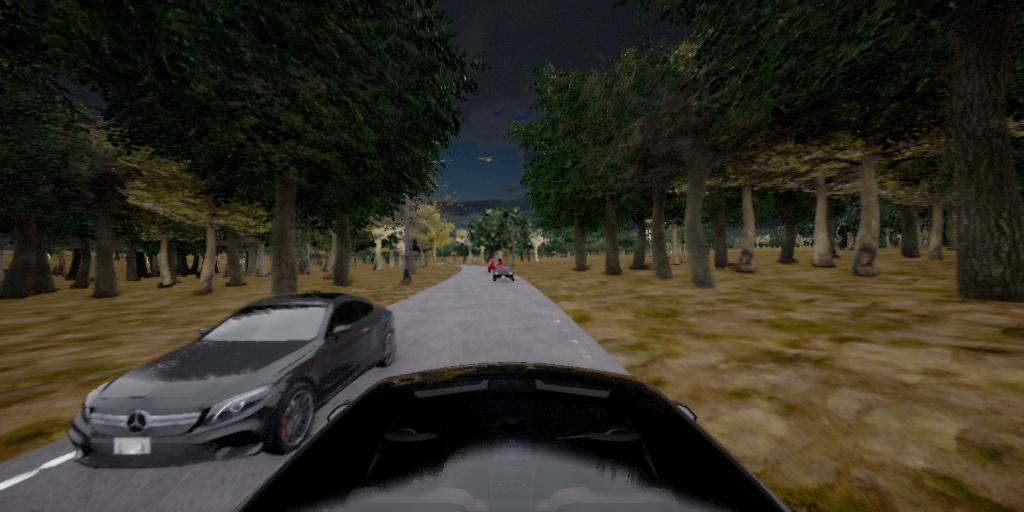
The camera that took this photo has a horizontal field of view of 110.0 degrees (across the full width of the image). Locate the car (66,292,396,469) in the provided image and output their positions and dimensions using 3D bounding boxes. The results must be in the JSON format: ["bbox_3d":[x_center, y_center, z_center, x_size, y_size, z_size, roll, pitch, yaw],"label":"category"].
[{"bbox_3d":[-3.124,1.309,5.264,1.812,1.442,4.674,0,0,0],"label":"car"}]

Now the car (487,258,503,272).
[{"bbox_3d":[-2.441,1.281,52.711,2.150,2.045,5.566,0,-1,-6],"label":"car"}]

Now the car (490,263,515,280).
[{"bbox_3d":[-0.836,1.527,32.891,1.895,1.301,4.718,0,0,-3],"label":"car"}]
